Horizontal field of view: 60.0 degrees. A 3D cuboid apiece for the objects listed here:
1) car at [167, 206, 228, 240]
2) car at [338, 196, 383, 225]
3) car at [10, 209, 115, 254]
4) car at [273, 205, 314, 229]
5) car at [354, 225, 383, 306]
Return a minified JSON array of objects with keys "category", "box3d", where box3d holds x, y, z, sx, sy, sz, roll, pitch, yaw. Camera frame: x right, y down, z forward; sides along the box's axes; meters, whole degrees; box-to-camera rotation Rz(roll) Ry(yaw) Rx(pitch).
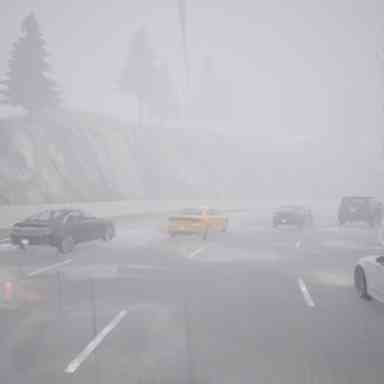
[{"category":"car","box3d":[0.460,1.457,17.238,1.882,1.535,5.008,0,0,22]},{"category":"car","box3d":[12.078,1.299,23.747,2.150,2.045,5.566,0,0,37]},{"category":"car","box3d":[-4.846,1.428,13.279,2.128,1.511,4.902,0,0,15]},{"category":"car","box3d":[6.669,1.556,21.839,1.812,1.442,4.674,0,0,30]},{"category":"car","box3d":[4.236,1.557,5.391,1.812,1.442,4.674,0,0,8]}]
